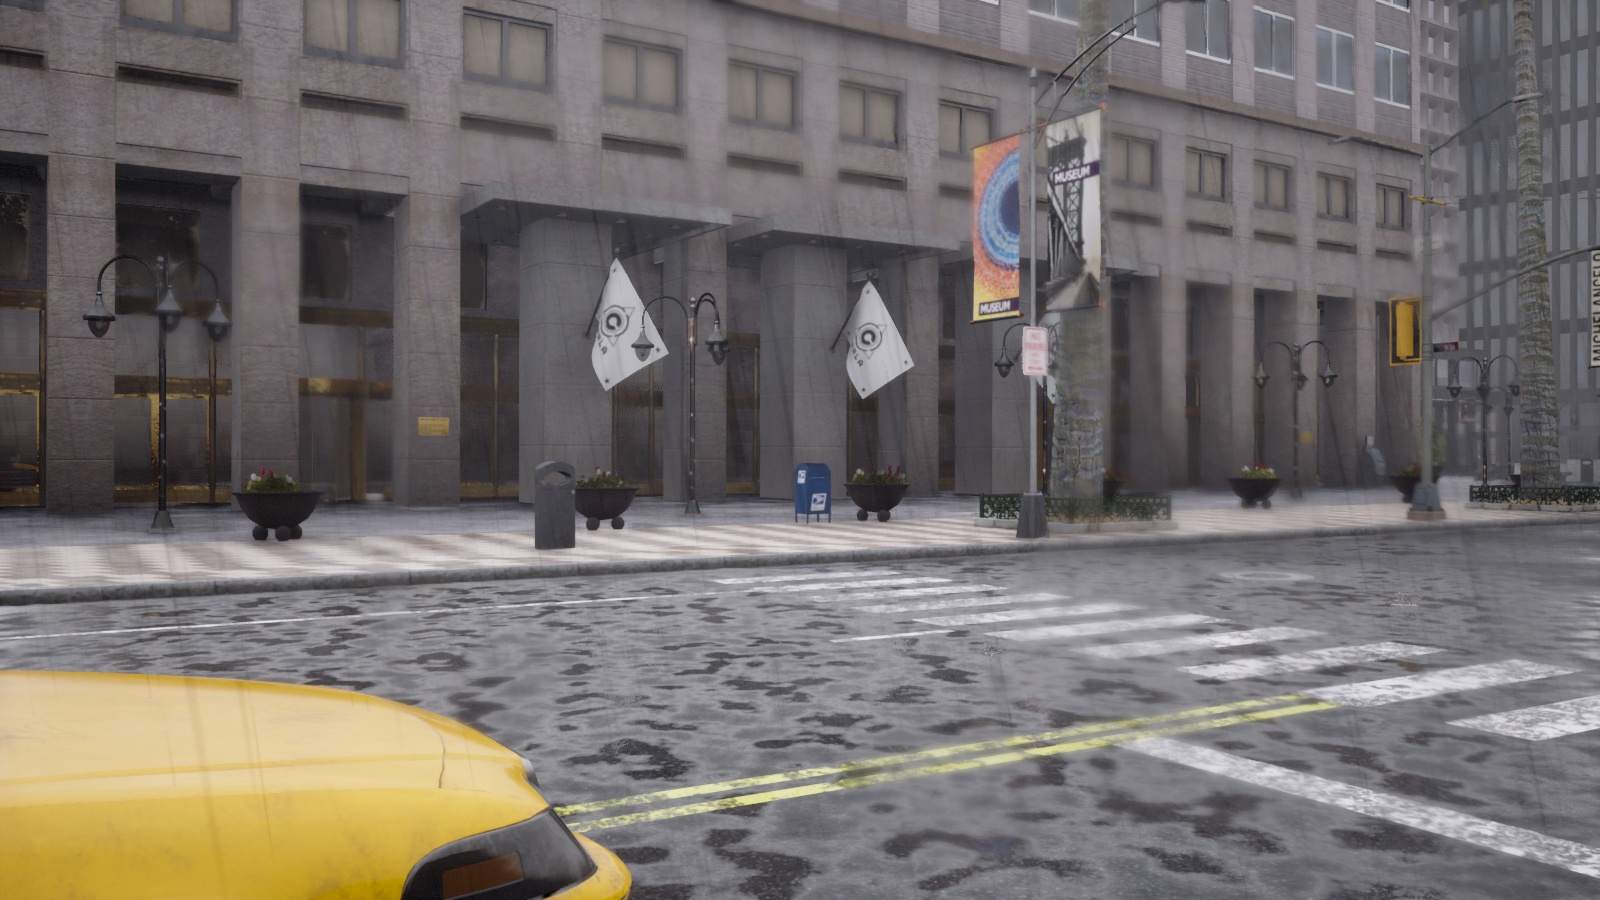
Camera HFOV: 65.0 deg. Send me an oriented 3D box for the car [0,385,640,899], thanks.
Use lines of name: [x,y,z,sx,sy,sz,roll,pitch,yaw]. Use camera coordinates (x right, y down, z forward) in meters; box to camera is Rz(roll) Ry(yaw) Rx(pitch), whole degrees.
car: [-3.013,0.694,1.635,5.366,1.575,1.801,0,0,-36]
